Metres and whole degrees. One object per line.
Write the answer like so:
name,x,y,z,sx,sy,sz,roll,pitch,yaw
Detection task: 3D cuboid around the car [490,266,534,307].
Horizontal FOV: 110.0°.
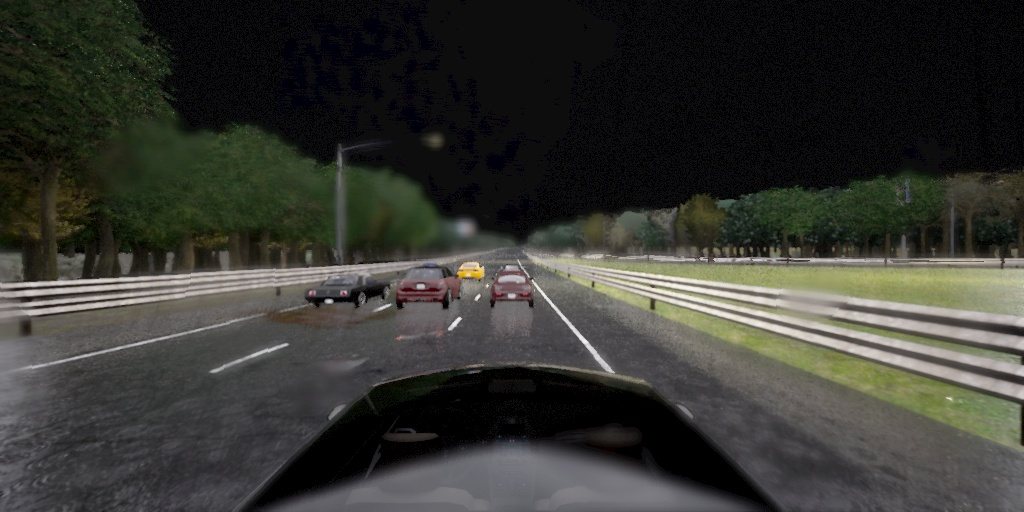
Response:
car,0.000,1.387,16.214,1.812,1.442,4.674,0,0,0

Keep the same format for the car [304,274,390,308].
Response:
car,-7.002,1.461,15.952,1.895,1.301,4.718,0,0,0

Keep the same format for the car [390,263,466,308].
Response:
car,-3.503,1.210,15.916,2.097,1.767,4.553,0,0,0

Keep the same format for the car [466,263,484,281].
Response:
car,-3.505,1.343,31.309,1.882,1.535,5.008,0,0,0
